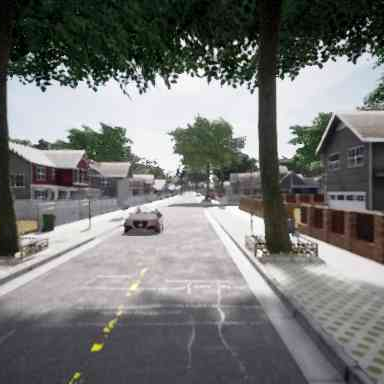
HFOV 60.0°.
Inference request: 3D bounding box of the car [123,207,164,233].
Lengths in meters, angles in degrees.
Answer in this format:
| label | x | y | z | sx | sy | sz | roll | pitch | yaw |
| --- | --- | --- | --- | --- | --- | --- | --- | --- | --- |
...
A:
| label | x | y | z | sx | sy | sz | roll | pitch | yaw |
| --- | --- | --- | --- | --- | --- | --- | --- | --- | --- |
| car | -2.737 | 1.566 | 19.628 | 1.994 | 1.385 | 4.181 | 0 | 0 | 0 |
